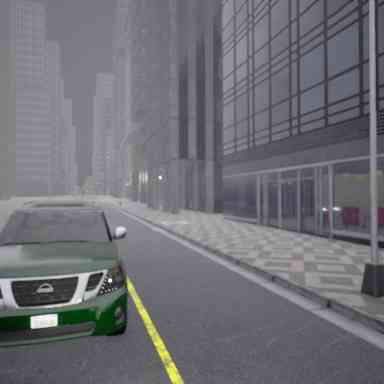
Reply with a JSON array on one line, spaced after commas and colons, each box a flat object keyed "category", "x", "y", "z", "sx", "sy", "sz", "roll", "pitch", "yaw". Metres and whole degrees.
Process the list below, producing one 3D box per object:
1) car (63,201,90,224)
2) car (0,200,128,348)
[{"category": "car", "x": -8.890, "y": 1.532, "z": 25.777, "sx": 1.812, "sy": 1.442, "sz": 4.674, "roll": 0, "pitch": 1, "yaw": -18}, {"category": "car", "x": -2.637, "y": 1.222, "z": 6.682, "sx": 2.150, "sy": 2.045, "sz": 5.566, "roll": 0, "pitch": 0, "yaw": -18}]
